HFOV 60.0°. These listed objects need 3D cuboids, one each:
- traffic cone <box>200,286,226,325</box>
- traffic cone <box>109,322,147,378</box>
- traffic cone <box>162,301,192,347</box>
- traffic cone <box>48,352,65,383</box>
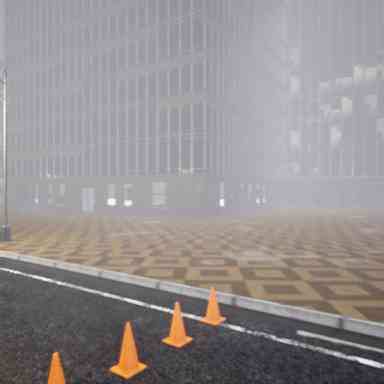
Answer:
[{"bbox_3d":[0.364,1.965,5.869,0.340,0.580,0.340,0,0,36],"label":"traffic cone"},{"bbox_3d":[-0.819,1.966,4.257,0.340,0.580,0.340,0,0,36],"label":"traffic cone"},{"bbox_3d":[-0.228,1.965,5.063,0.340,0.580,0.340,0,0,36],"label":"traffic cone"},{"bbox_3d":[-1.411,1.966,3.451,0.340,0.580,0.340,0,0,36],"label":"traffic cone"}]
